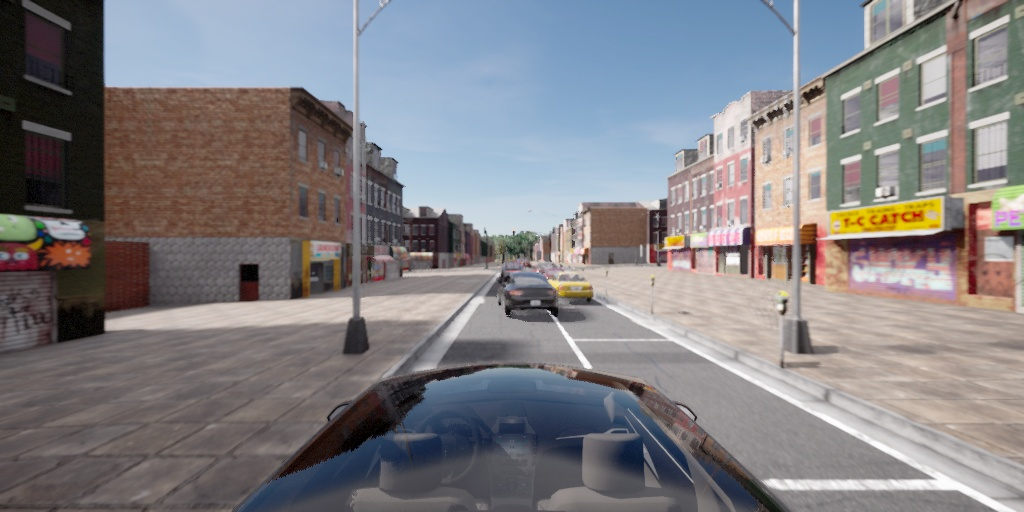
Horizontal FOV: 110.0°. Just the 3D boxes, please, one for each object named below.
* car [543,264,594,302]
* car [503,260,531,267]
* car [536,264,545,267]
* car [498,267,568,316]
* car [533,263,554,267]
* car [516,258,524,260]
[{"bbox_3d":[2.640,1.300,17.004,1.751,1.417,4.829,0,0,0],"label":"car"},{"bbox_3d":[0.090,1.292,27.792,2.128,1.511,4.902,0,0,0],"label":"car"},{"bbox_3d":[2.641,1.369,22.302,1.802,1.307,4.207,0,0,0],"label":"car"},{"bbox_3d":[0.491,1.294,13.343,1.812,1.442,4.674,0,0,-6],"label":"car"},{"bbox_3d":[2.642,1.241,27.768,1.967,1.591,4.097,0,0,0],"label":"car"},{"bbox_3d":[0.073,1.313,38.200,1.882,1.535,5.008,0,0,0],"label":"car"}]
